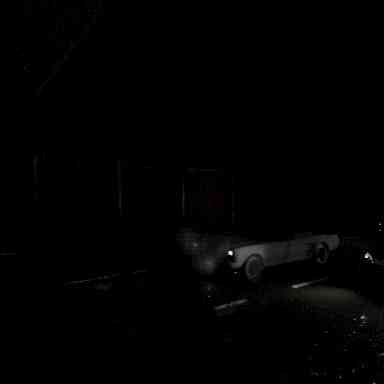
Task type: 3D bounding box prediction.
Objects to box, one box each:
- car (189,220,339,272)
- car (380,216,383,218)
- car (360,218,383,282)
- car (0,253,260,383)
[{"bbox_3d":[2.257,1.554,9.925,4.718,1.301,1.895,0,0,-36],"label":"car"},{"bbox_3d":[10.930,1.358,16.142,5.008,1.535,1.882,0,0,-35],"label":"car"},{"bbox_3d":[6.147,1.461,8.388,4.674,1.442,1.812,0,0,-36],"label":"car"},{"bbox_3d":[-2.046,1.552,2.525,5.357,1.411,2.033,0,0,-36],"label":"car"}]
